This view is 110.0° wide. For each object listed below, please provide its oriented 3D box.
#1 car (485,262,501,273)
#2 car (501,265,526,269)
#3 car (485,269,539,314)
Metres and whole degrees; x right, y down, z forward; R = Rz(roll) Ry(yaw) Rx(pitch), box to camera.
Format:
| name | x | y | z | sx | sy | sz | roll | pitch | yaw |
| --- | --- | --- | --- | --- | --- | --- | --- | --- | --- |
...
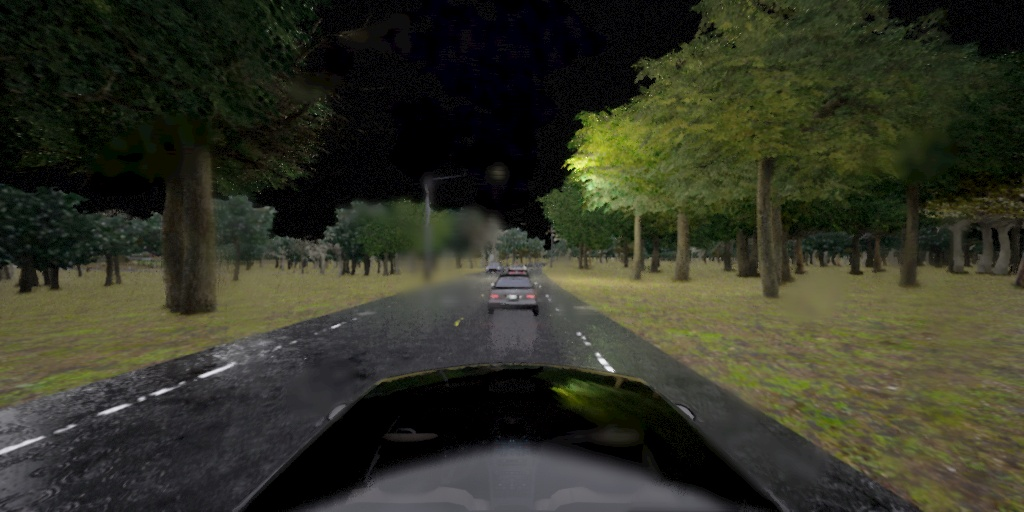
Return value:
| name | x | y | z | sx | sy | sz | roll | pitch | yaw |
| --- | --- | --- | --- | --- | --- | --- | --- | --- | --- |
| car | -2.357 | 1.548 | 48.592 | 2.097 | 1.767 | 4.553 | 0 | -1 | 3 |
| car | 0.486 | 1.515 | 30.284 | 2.128 | 1.511 | 4.902 | 0 | 0 | 2 |
| car | 0.098 | 1.417 | 14.313 | 2.033 | 1.411 | 5.357 | 0 | -1 | 1 |
